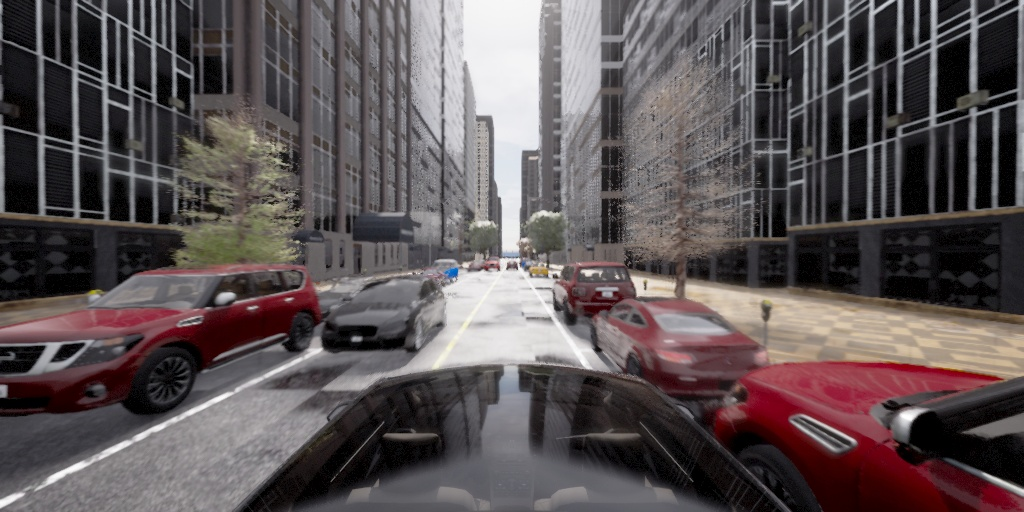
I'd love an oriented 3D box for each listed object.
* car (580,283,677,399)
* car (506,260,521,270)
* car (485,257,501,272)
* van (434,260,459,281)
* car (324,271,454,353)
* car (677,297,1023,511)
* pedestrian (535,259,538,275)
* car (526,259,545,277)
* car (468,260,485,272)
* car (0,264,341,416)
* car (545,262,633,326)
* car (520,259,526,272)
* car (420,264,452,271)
[{"bbox_3d":[2.533,1.350,6.226,1.802,1.307,4.207,0,0,0],"label":"car"},{"bbox_3d":[0.048,1.501,56.498,1.812,1.442,4.674,0,0,1],"label":"car"},{"bbox_3d":[-2.794,1.178,52.445,2.150,2.045,5.566,0,0,0],"label":"car"},{"bbox_3d":[-5.309,1.199,28.792,1.690,1.789,3.998,0,0,0],"label":"van"},{"bbox_3d":[-2.848,1.283,9.014,1.837,1.490,4.892,0,0,0],"label":"car"},{"bbox_3d":[2.531,1.060,0.578,2.192,1.841,5.009,0,0,0],"label":"car"},{"bbox_3d":[2.761,1.203,40.977,0.375,1.860,0.375,-1,1,0],"label":"pedestrian"},{"bbox_3d":[2.760,1.353,37.995,1.801,1.575,5.366,0,0,0],"label":"car"},{"bbox_3d":[-5.302,1.535,51.387,1.802,1.307,4.207,0,0,0],"label":"car"},{"bbox_3d":[-5.315,1.082,6.199,2.192,1.841,5.009,0,0,0],"label":"car"},{"bbox_3d":[2.535,1.105,11.875,2.192,1.841,5.009,0,0,0],"label":"car"},{"bbox_3d":[2.579,1.504,51.416,2.007,1.370,4.403,0,0,0],"label":"car"},{"bbox_3d":[-5.310,1.418,23.144,1.802,1.307,4.207,0,0,0],"label":"car"}]
